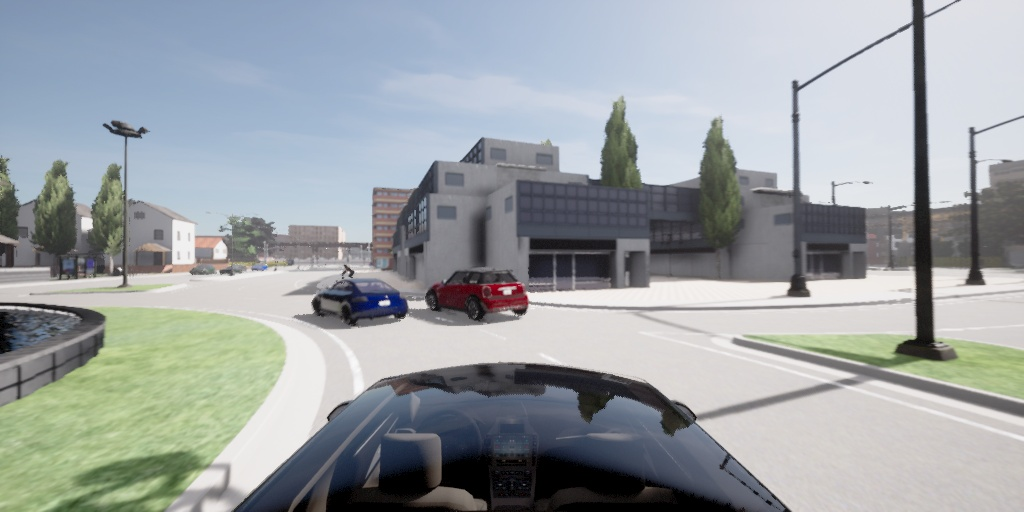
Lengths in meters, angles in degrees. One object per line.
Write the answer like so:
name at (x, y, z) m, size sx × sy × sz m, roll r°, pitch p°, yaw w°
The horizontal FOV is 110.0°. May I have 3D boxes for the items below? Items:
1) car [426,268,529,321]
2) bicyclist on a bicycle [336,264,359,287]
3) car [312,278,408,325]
car at (-1.457, 1.247, 13.516) m, size 2.097 × 1.767 × 4.553 m, roll 0°, pitch -1°, yaw -38°
bicyclist on a bicycle at (-11.842, 1.413, 25.821) m, size 1.656 × 1.620 × 0.582 m, roll 0°, pitch -1°, yaw -44°
car at (-5.443, 1.478, 12.704) m, size 4.181 × 1.385 × 1.994 m, roll -1°, pitch -1°, yaw 44°
